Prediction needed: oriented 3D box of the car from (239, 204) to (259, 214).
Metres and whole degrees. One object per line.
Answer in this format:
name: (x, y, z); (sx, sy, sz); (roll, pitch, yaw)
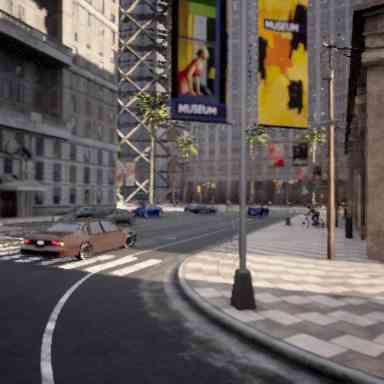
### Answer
car: (8.647, 2.511, 50.103); (1.994, 1.385, 4.181); (0, -1, 25)

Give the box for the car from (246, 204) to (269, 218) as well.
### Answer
car: (7.984, 2.244, 40.133); (1.882, 1.535, 5.008); (0, -1, 24)

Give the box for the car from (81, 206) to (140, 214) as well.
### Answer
car: (-6.247, 1.986, 26.066); (1.994, 1.385, 4.181); (0, -1, 24)

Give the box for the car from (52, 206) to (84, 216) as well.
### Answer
car: (-9.382, 1.920, 27.626); (2.128, 1.511, 4.902); (0, -1, 24)

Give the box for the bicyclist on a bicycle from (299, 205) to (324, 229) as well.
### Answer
bicyclist on a bicycle: (8.459, 1.778, 23.537); (1.656, 1.620, 0.582); (0, -1, 24)

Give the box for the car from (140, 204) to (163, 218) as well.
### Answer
car: (-5.042, 2.106, 37.306); (1.882, 1.535, 5.008); (0, -1, 24)

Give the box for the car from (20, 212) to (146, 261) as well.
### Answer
car: (-4.128, 1.759, 13.280); (2.033, 1.411, 5.357); (0, -1, 19)

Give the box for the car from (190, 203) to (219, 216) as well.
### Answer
car: (1.884, 2.395, 44.059); (1.895, 1.301, 4.718); (0, -1, 25)

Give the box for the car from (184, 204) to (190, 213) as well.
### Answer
car: (0.455, 2.355, 49.323); (1.882, 1.535, 5.008); (0, 0, 25)
